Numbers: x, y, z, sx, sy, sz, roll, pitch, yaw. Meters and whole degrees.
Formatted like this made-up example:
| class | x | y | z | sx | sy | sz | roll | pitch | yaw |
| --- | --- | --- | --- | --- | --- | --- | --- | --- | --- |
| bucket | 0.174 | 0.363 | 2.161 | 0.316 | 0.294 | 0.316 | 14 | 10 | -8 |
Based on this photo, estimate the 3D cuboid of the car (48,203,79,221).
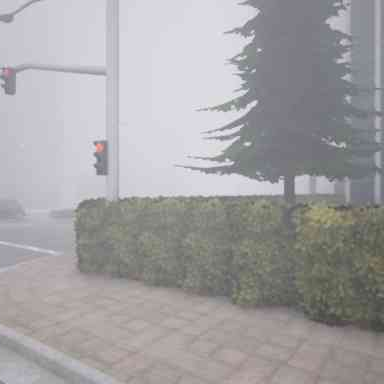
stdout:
| class | x | y | z | sx | sy | sz | roll | pitch | yaw |
| --- | --- | --- | --- | --- | --- | --- | --- | --- | --- |
| car | -8.820 | 1.547 | 26.416 | 1.895 | 1.301 | 4.718 | 0 | 0 | 35 |

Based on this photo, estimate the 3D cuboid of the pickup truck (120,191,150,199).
| class | x | y | z | sx | sy | sz | roll | pitch | yaw |
| --- | --- | --- | --- | --- | --- | --- | --- | --- | --- |
| pickup truck | -9.944 | 0.966 | 53.516 | 6.274 | 2.098 | 2.390 | 0 | 0 | -24 |

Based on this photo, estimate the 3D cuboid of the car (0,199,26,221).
| class | x | y | z | sx | sy | sz | roll | pitch | yaw |
| --- | --- | --- | --- | --- | --- | --- | --- | --- | --- |
| car | -14.721 | 1.292 | 24.195 | 2.097 | 1.767 | 4.553 | 0 | 0 | 37 |
